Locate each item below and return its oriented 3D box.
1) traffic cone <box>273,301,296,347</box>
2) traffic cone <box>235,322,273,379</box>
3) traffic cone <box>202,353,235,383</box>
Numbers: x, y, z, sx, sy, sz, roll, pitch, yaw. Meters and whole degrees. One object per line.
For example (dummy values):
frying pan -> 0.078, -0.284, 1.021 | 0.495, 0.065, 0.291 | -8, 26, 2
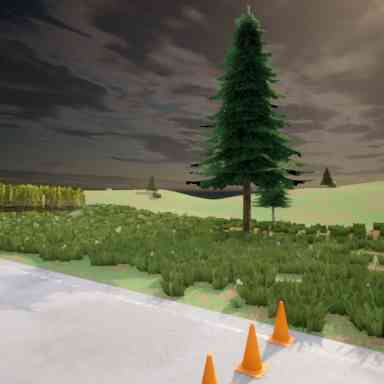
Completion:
traffic cone -> 1.348, 1.955, 5.029 | 0.340, 0.580, 0.340 | 0, 0, 36
traffic cone -> 0.764, 1.955, 4.218 | 0.340, 0.580, 0.340 | 0, 0, 36
traffic cone -> 0.179, 1.955, 3.406 | 0.340, 0.580, 0.340 | 0, 0, 36
